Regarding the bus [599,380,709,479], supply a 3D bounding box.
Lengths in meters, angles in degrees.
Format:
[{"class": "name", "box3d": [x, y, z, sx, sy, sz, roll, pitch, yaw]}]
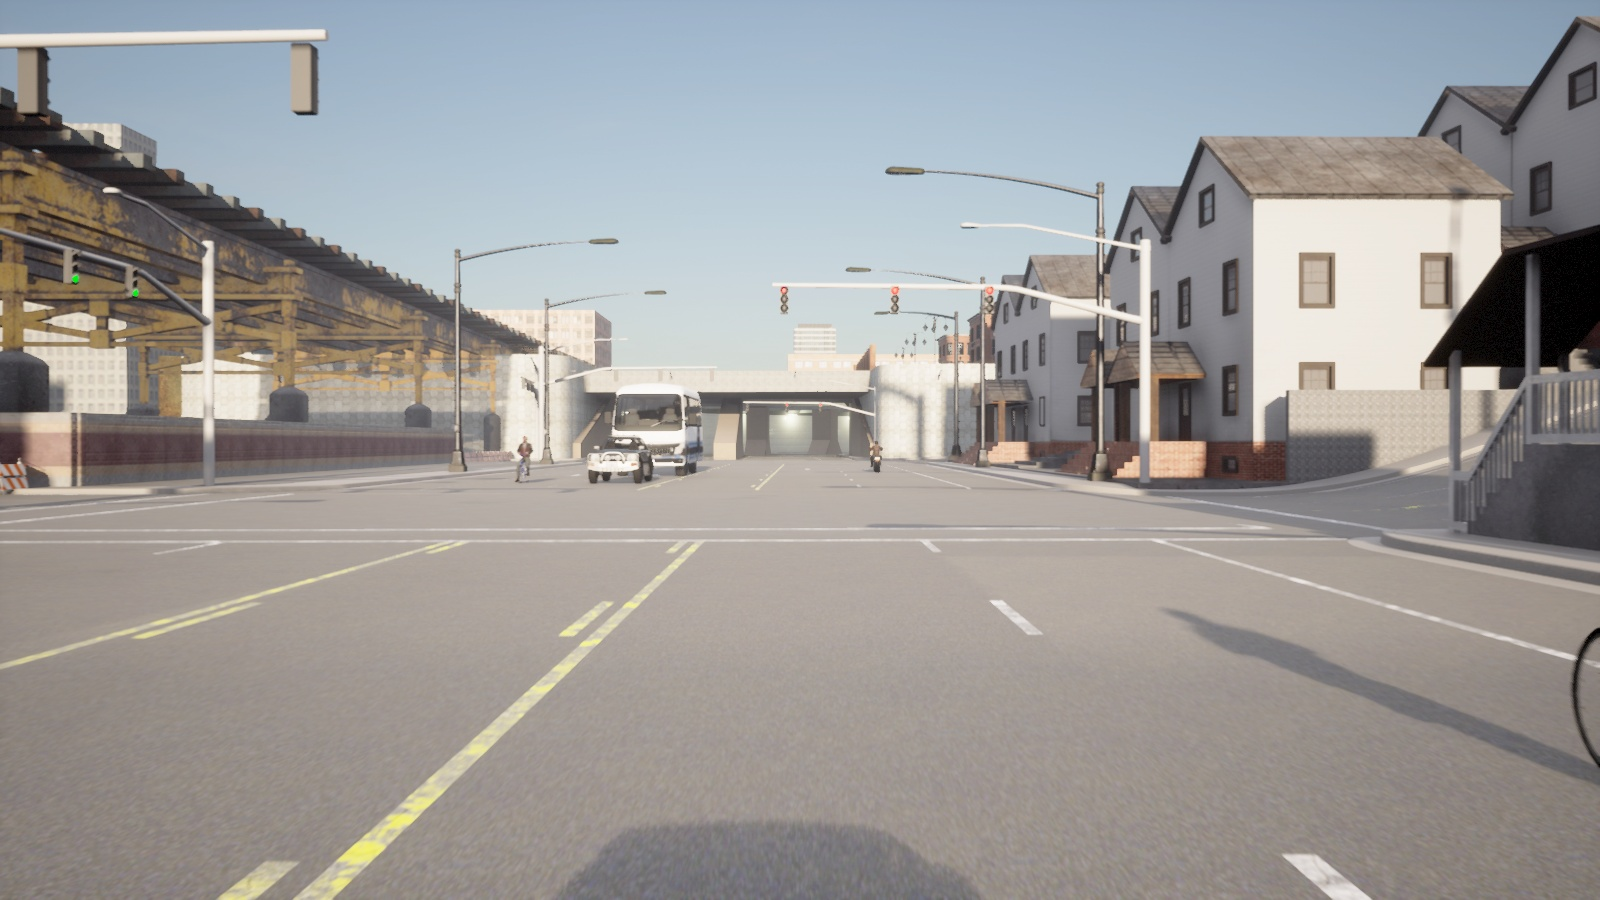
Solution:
[{"class": "bus", "box3d": [-6.638, -0.969, 59.133, 3.944, 4.253, 10.273, 0, 1, 0]}]

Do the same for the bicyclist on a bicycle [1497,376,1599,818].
[{"class": "bicyclist on a bicycle", "box3d": [3.543, 0.592, 4.863, 0.659, 1.776, 1.843, 0, 1, 0]}]

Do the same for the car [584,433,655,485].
[{"class": "car", "box3d": [-6.706, 0.292, 47.130, 1.932, 1.855, 4.605, 0, 0, 1]}]
